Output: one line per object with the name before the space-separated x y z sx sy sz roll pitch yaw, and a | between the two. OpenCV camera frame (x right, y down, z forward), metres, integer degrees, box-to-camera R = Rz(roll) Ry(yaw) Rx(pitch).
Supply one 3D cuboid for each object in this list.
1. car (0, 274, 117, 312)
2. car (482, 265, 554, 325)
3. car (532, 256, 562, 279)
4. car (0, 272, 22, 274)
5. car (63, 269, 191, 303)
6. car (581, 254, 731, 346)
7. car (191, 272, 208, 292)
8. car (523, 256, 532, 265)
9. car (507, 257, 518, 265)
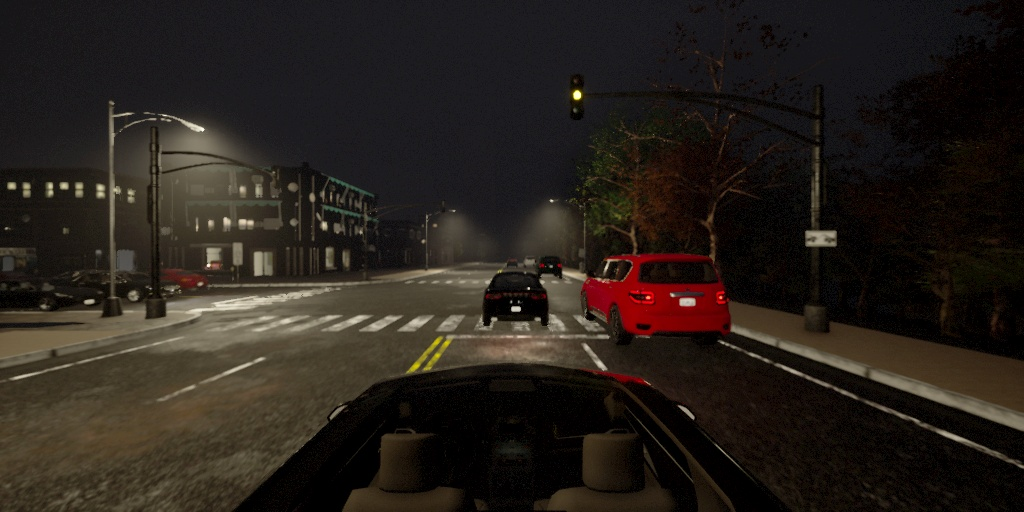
car | -19.942 1.582 15.089 4.313 1.339 1.948 0 0 0
car | 0.105 1.239 11.891 1.882 1.535 5.008 0 0 0
car | 3.362 1.004 33.560 2.150 2.045 5.566 0 0 0
car | -33.807 1.682 23.614 4.207 1.307 1.802 0 0 0
car | -19.336 1.490 17.771 4.892 1.490 1.837 -1 1 -2
car | 3.354 0.980 9.538 2.150 2.045 5.566 0 0 0
car | -20.508 1.496 20.996 4.674 1.442 1.812 -1 0 1
car | 3.272 1.031 65.116 2.150 2.045 5.566 0 0 0
car | 0.024 1.374 65.470 1.994 1.385 4.181 0 0 0
